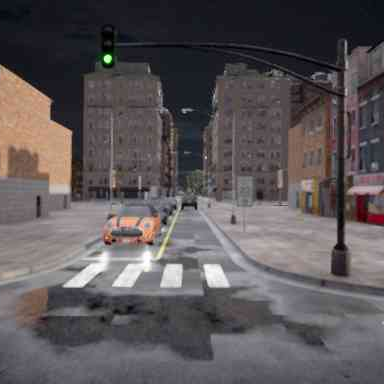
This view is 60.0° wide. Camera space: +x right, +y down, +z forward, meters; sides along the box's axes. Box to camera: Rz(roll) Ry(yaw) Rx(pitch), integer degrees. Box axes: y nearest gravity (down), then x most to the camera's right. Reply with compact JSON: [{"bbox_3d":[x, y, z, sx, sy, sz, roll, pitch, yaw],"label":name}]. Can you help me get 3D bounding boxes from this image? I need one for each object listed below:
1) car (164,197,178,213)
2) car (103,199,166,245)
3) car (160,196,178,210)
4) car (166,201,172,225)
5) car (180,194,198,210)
[{"bbox_3d":[-2.873,1.526,34.251,2.128,1.511,4.902,0,0,-1],"label":"car"},{"bbox_3d":[-2.596,1.354,15.459,2.097,1.767,4.553,0,0,0],"label":"car"},{"bbox_3d":[-3.009,1.403,44.505,2.097,1.767,4.553,0,0,0],"label":"car"},{"bbox_3d":[-2.716,1.581,24.393,1.994,1.385,4.181,0,0,-1],"label":"car"},{"bbox_3d":[-0.356,1.296,44.401,2.150,2.045,5.566,0,0,-1],"label":"car"}]
